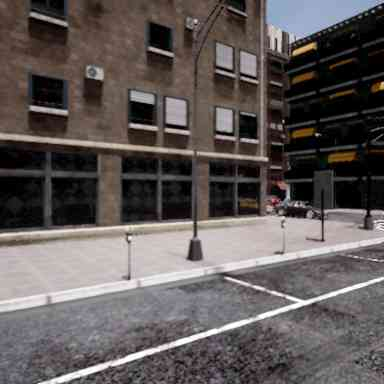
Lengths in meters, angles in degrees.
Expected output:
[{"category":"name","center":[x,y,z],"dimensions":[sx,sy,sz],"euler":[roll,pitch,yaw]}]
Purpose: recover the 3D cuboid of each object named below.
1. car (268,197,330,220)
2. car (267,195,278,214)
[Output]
[{"category":"car","center":[8.451,1.338,25.777],"dimensions":[2.008,1.369,4.403],"euler":[1,0,-36]},{"category":"car","center":[5.272,1.238,30.138],"dimensions":[1.752,1.417,4.829],"euler":[1,0,-36]}]
